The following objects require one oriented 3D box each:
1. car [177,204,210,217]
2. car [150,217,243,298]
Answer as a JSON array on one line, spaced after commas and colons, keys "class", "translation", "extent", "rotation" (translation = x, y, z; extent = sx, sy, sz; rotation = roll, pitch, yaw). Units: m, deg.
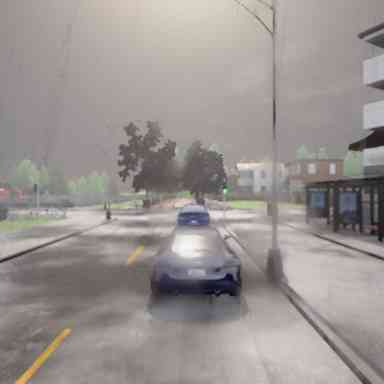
[{"class": "car", "translation": [0.098, 1.488, 20.649], "extent": [1.882, 1.535, 5.008], "rotation": [0, 0, 0]}, {"class": "car", "translation": [0.100, 1.568, 8.596], "extent": [1.994, 1.385, 4.181], "rotation": [0, 0, 0]}]
